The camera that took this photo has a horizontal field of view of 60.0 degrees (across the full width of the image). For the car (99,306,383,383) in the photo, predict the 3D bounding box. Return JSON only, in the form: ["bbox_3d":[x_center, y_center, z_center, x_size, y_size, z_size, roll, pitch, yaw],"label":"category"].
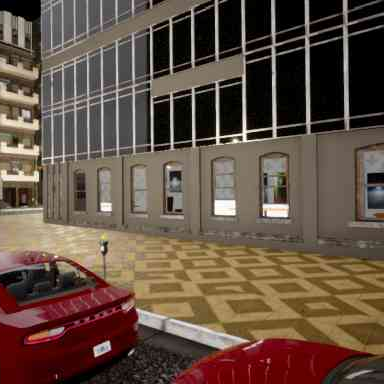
[{"bbox_3d":[1.796,1.545,1.603,4.507,1.381,1.887,0,-1,36],"label":"car"}]

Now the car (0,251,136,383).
[{"bbox_3d":[-2.774,1.546,4.869,4.507,1.381,1.887,0,-1,36],"label":"car"}]
